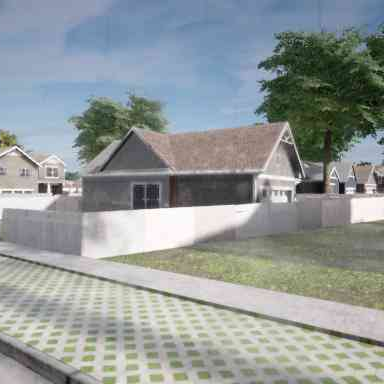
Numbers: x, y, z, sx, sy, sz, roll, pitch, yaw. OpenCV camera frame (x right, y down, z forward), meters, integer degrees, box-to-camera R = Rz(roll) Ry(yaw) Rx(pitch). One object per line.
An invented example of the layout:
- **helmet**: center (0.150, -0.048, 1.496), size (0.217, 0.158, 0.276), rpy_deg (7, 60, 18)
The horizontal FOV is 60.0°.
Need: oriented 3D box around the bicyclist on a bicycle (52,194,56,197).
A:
- **bicyclist on a bicycle**: center (-13.073, 1.028, 31.582), size (1.656, 1.620, 0.582), rpy_deg (0, 1, 34)
